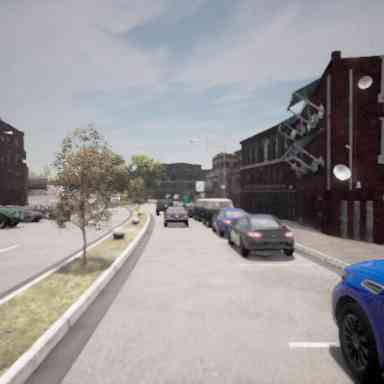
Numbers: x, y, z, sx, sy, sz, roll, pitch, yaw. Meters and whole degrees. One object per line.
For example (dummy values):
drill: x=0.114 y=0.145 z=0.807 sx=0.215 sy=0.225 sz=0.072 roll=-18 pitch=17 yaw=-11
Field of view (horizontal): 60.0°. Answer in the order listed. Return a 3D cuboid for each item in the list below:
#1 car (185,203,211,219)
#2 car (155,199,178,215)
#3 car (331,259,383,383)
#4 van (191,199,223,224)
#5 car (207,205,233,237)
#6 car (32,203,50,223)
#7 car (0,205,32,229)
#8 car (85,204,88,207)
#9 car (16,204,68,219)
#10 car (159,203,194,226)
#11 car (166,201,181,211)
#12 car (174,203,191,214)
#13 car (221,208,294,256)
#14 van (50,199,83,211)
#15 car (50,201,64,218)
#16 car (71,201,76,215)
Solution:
car: x=0.567 y=1.977 z=35.414 sx=2.163 sy=1.488 sz=4.792 roll=0 pitch=-1 yaw=-7
car: x=-3.544 y=1.876 z=42.992 sx=2.150 sy=2.045 sz=5.566 roll=0 pitch=-1 yaw=-9
car: x=3.004 y=1.228 z=2.268 sx=2.435 sy=2.045 sz=5.566 roll=0 pitch=0 yaw=0
van: x=1.232 y=1.596 z=30.001 sx=1.878 sy=1.987 sz=4.442 roll=0 pitch=-1 yaw=-6
car: x=2.257 y=1.656 z=18.836 sx=2.002 sy=1.452 sz=4.674 roll=0 pitch=-1 yaw=-4
car: x=-15.213 y=1.893 z=28.440 sx=4.792 sy=1.488 sz=2.163 roll=0 pitch=-1 yaw=-6
car: x=-14.623 y=1.492 z=23.013 sx=5.566 sy=2.045 sz=2.435 roll=0 pitch=-1 yaw=-5
car: x=-19.947 y=2.225 z=55.311 sx=5.566 sy=2.045 sz=2.435 roll=0 pitch=-1 yaw=-12
car: x=-16.404 y=2.099 z=36.672 sx=4.792 sy=1.488 sz=2.163 roll=0 pitch=-1 yaw=-8
car: x=-1.299 y=1.812 z=25.859 sx=2.033 sy=1.411 sz=5.357 roll=0 pitch=-1 yaw=-6
car: x=-3.179 y=2.403 z=56.474 sx=1.882 sy=1.535 sz=5.008 roll=0 pitch=-1 yaw=-12
car: x=-1.462 y=2.266 z=47.605 sx=1.812 sy=1.442 sz=4.674 roll=0 pitch=-1 yaw=-10
car: x=2.612 y=1.588 z=13.305 sx=2.002 sy=1.452 sz=4.674 roll=0 pitch=-1 yaw=-3
van: x=-18.367 y=2.090 z=47.415 sx=4.442 sy=1.987 sz=1.878 roll=0 pitch=-1 yaw=-11
car: x=-15.969 y=2.004 z=33.976 sx=4.892 sy=1.521 sz=2.231 roll=0 pitch=-1 yaw=-8
car: x=-16.774 y=2.163 z=39.375 sx=4.792 sy=1.488 sz=2.163 roll=0 pitch=-1 yaw=-9
